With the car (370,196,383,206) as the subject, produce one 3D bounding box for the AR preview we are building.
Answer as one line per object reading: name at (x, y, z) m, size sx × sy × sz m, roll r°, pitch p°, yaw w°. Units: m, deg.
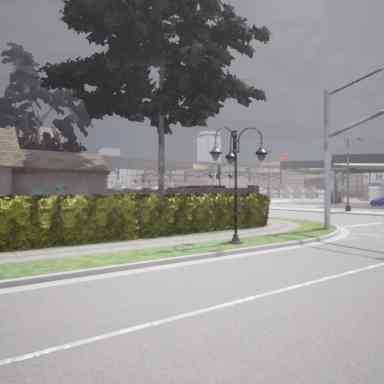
car at (28.487, 1.294, 48.455) m, size 2.242 × 1.667 × 4.611 m, roll 0°, pitch 0°, yaw -35°
